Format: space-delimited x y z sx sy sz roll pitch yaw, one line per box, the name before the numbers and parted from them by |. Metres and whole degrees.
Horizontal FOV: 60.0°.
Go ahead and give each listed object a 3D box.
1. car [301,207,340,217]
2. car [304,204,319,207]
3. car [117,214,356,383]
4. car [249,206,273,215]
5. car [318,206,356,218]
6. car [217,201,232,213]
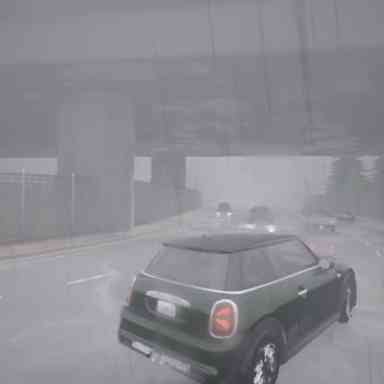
car | 8.639 1.953 23.141 1.895 1.301 4.718 0 -1 13
car | 14.616 2.159 40.481 2.033 1.411 5.357 0 -1 8
car | 1.098 1.431 5.552 2.097 1.767 4.553 0 -1 41
car | 5.866 1.925 28.419 1.812 1.442 4.674 0 -1 8
car | 13.278 2.037 30.233 1.994 1.385 4.181 0 -1 8
car | 4.674 2.135 47.391 1.837 1.490 4.892 0 -1 7
